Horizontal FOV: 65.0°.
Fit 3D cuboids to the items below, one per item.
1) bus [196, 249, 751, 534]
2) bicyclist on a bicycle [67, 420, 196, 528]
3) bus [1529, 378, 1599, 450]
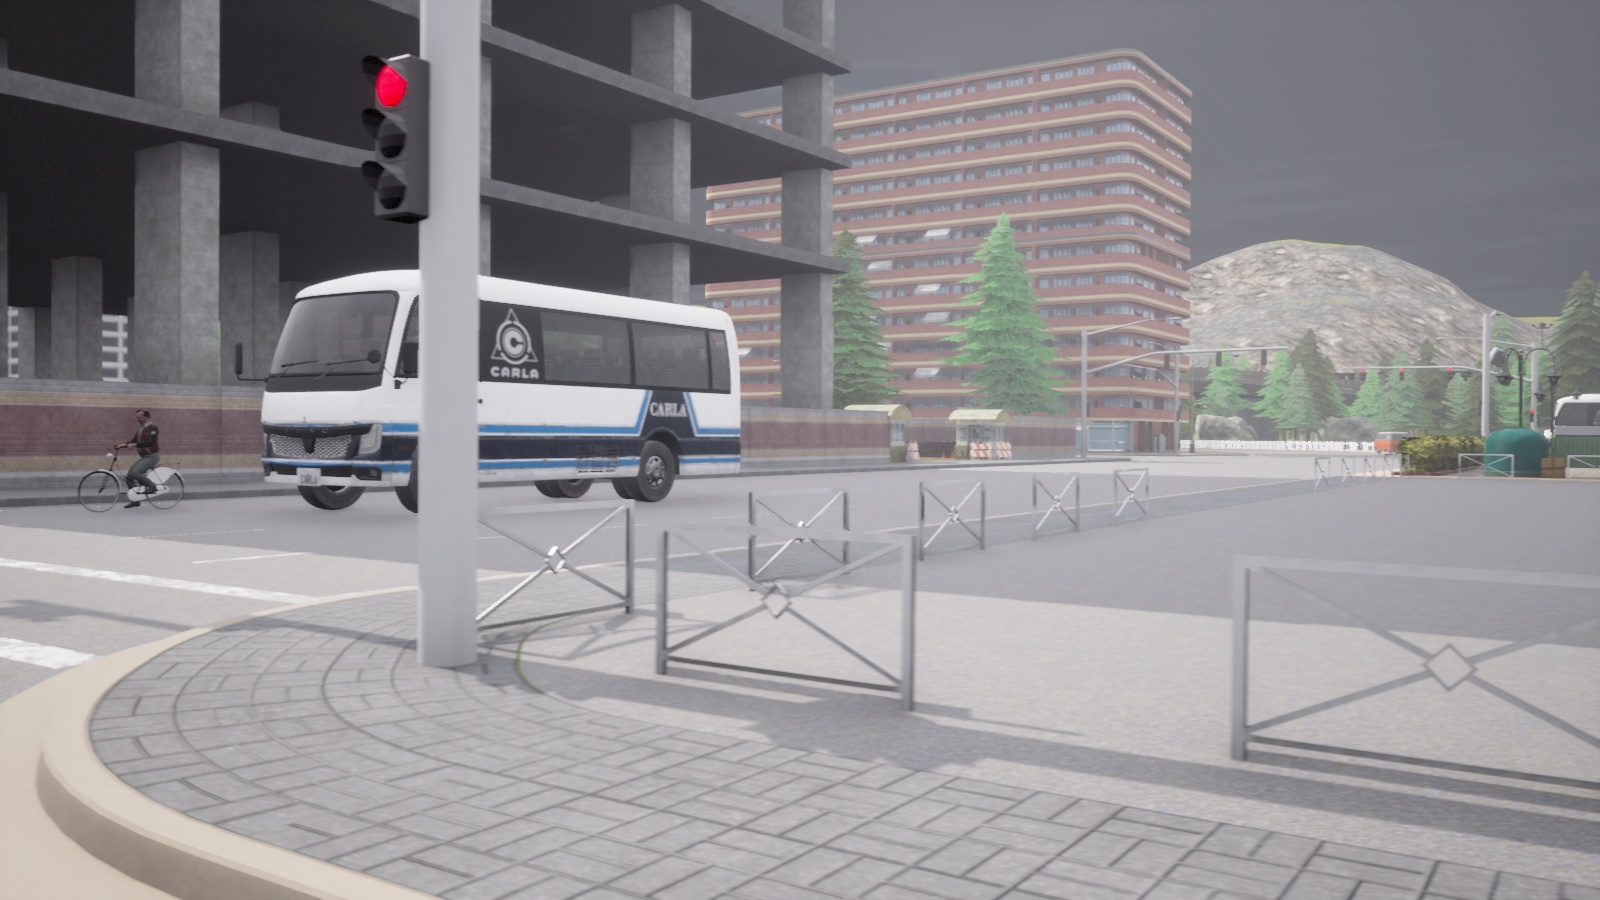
[{"bbox_3d":[-5.562,-0.952,24.143,3.944,4.253,10.273,0,1,33],"label":"bus"},{"bbox_3d":[-11.450,0.389,21.568,0.659,1.776,1.843,0,1,33],"label":"bicyclist on a bicycle"},{"bbox_3d":[49.443,-2.115,74.916,10.273,4.253,3.944,0,1,29],"label":"bus"}]
